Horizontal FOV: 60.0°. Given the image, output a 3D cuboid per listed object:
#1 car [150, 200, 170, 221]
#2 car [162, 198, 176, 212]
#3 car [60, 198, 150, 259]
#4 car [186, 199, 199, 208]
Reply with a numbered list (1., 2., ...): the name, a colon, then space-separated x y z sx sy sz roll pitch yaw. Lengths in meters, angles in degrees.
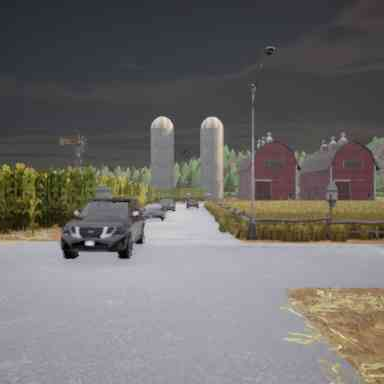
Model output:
1. car: -3.209 1.667 28.520 1.812 1.442 4.674 0 -1 0
2. car: -3.202 1.614 42.497 2.097 1.767 4.553 0 0 0
3. car: -3.192 1.278 13.133 2.150 2.045 5.566 1 -1 0
4. car: 0.077 1.807 53.689 2.128 1.511 4.902 0 0 0
